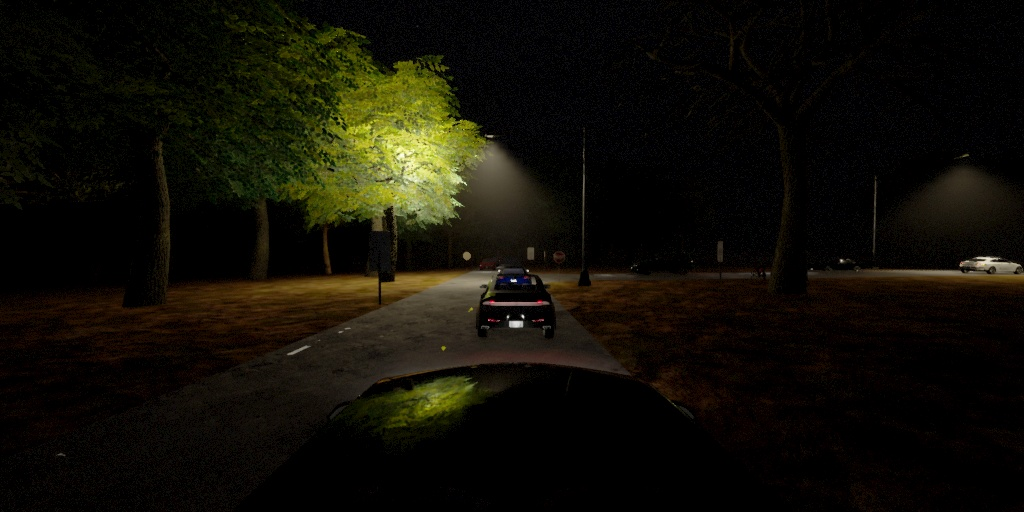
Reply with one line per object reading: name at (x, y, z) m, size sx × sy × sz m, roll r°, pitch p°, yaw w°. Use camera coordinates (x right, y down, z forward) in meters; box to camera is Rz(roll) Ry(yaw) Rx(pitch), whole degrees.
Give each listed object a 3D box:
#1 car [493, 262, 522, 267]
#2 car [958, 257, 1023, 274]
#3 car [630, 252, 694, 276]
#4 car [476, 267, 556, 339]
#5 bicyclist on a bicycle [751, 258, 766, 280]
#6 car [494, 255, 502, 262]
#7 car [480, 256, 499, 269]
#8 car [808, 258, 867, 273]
car at (0.092, 1.282, 21.487) m, size 1.994 × 1.385 × 4.181 m, roll 0°, pitch 0°, yaw 0°
car at (42.306, 0.850, 31.744) m, size 4.674 × 1.442 × 1.812 m, roll 0°, pitch 1°, yaw -8°
car at (13.967, 0.711, 33.547) m, size 5.566 × 2.045 × 2.150 m, roll -1°, pitch 1°, yaw 1°
car at (0.095, 1.233, 10.054) m, size 2.128 × 1.511 × 4.902 m, roll 0°, pitch 0°, yaw 0°
bicyclist on a bicycle at (18.552, 1.009, 27.024) m, size 0.582 × 1.620 × 1.656 m, roll -1°, pitch 0°, yaw 0°
car at (-3.064, 1.078, 60.769) m, size 1.812 × 1.442 × 4.674 m, roll 0°, pitch 1°, yaw 0°
car at (-3.070, 1.102, 46.234) m, size 1.882 × 1.535 × 5.008 m, roll 0°, pitch 0°, yaw 0°
car at (30.319, 0.894, 33.767) m, size 4.718 × 1.301 × 1.895 m, roll -1°, pitch 1°, yaw -4°
